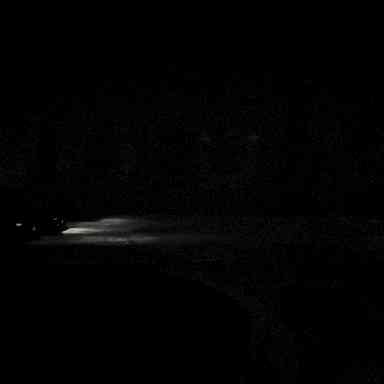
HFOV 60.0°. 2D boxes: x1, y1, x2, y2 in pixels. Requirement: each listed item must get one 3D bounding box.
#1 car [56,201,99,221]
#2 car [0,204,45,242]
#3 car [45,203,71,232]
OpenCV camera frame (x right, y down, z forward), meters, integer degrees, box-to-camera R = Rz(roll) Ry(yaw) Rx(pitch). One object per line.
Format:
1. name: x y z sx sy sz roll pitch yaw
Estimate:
1. car: -9.619 1.430 25.615 4.674 1.442 1.812 0 0 -6
2. car: -9.693 1.420 15.046 4.902 1.511 2.128 0 0 -6
3. car: -9.308 1.486 18.600 4.181 1.385 1.994 0 0 -6
